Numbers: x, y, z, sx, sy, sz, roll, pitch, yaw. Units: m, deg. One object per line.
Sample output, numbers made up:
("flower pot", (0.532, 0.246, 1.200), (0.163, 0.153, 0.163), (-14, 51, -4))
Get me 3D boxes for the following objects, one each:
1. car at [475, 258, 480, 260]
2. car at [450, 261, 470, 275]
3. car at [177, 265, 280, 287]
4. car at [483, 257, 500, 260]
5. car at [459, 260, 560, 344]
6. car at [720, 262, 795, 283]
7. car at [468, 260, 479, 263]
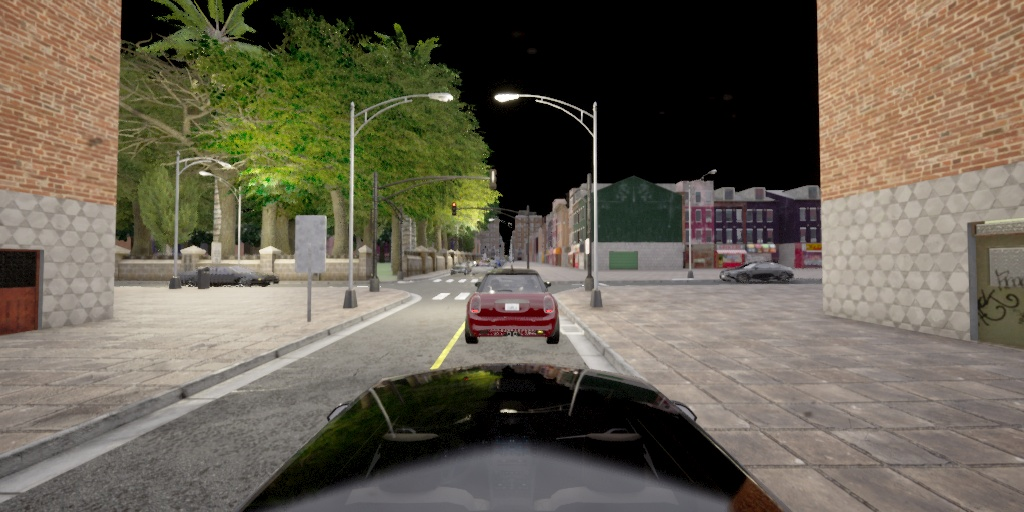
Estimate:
("car", (-5.588, 1.342, 45.645), (2.007, 1.370, 4.403), (0, 0, 0))
("car", (-5.553, 1.330, 38.509), (2.007, 1.370, 4.403), (0, 0, 0))
("car", (-17.459, 1.286, 22.068), (5.357, 1.411, 2.033), (0, -1, 0))
("car", (-3.103, 1.311, 52.916), (1.837, 1.490, 4.892), (0, 0, 0))
("car", (0.022, 1.105, 9.734), (2.097, 1.767, 4.553), (0, 0, 1))
("car", (17.191, 1.158, 25.243), (4.674, 1.442, 1.812), (-1, -1, 0))
("car", (-2.972, 1.378, 36.854), (1.895, 1.301, 4.718), (0, 0, 2))
